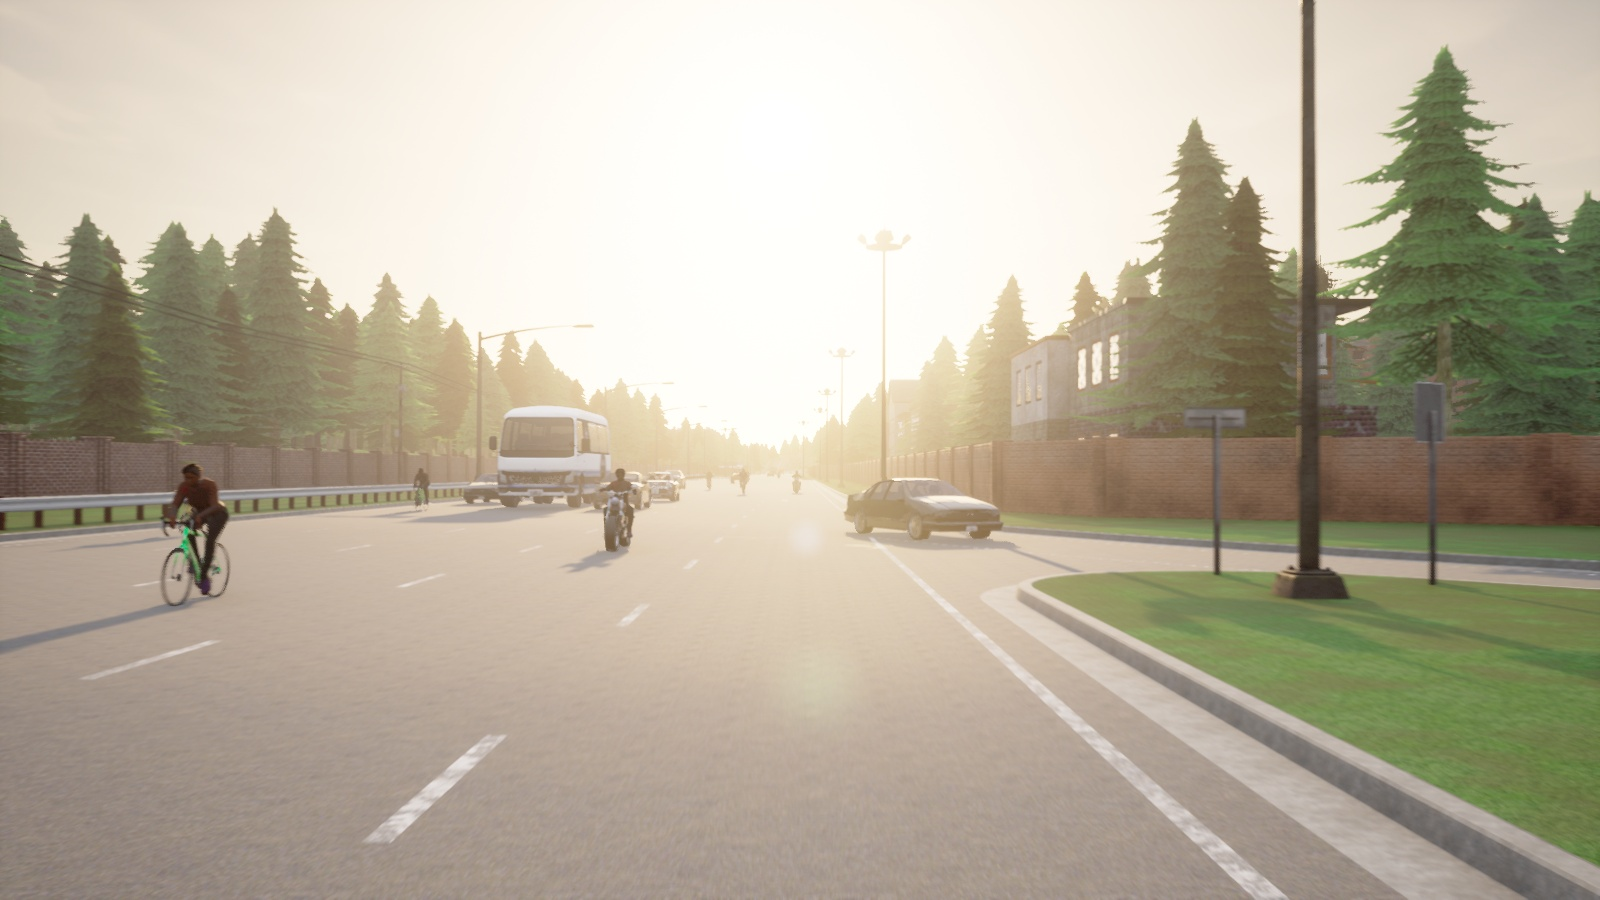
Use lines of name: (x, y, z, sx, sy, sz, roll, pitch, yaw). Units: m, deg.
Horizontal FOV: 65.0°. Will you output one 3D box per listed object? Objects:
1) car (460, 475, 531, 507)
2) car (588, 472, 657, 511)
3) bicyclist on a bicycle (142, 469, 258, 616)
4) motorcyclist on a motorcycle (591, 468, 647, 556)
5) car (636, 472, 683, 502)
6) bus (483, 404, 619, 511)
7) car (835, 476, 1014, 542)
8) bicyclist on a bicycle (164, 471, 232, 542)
car: (-14.142, 1.892, 58.623, 2.033, 1.411, 5.357, 0, -1, 0)
car: (-7.123, 1.644, 50.874, 2.128, 1.511, 4.902, 0, -1, 0)
bicyclist on a bicycle: (-7.036, 1.041, 14.805, 0.582, 1.620, 1.656, 0, -1, 0)
motorcyclist on a motorcycle: (-3.560, 1.192, 24.865, 0.766, 1.649, 2.350, 0, -1, 0)
car: (-7.155, 1.872, 64.089, 1.970, 1.475, 3.806, 0, -1, 0)
bus: (-10.639, 0.395, 55.114, 3.944, 4.253, 10.273, 0, -1, 0)
car: (2.866, 1.355, 30.397, 2.033, 1.411, 5.357, 0, -1, -22)
bicyclist on a bicycle: (-14.067, 1.295, 29.401, 0.866, 1.612, 1.509, 0, -1, 0)
